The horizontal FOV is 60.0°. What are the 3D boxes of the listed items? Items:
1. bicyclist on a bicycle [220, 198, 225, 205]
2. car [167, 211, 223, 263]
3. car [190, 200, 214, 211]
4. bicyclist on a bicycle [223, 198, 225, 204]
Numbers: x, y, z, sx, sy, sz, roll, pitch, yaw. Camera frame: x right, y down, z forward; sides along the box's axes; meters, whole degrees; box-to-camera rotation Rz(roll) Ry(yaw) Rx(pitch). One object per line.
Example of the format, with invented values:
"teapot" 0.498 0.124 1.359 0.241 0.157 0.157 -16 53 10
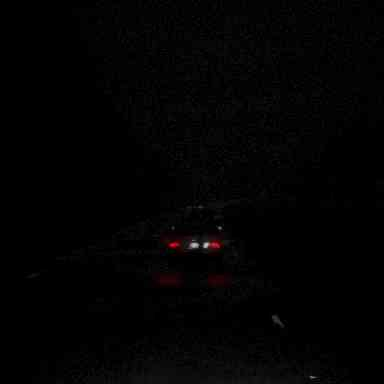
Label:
"bicyclist on a bicycle" 6.755 2.237 76.700 0.582 1.620 1.656 0 -1 9
"car" 0.154 1.667 12.484 2.033 1.411 5.357 0 0 2
"car" 0.877 1.739 29.117 1.882 1.535 5.008 0 0 4
"bicyclist on a bicycle" 8.214 2.337 85.538 0.582 1.620 1.656 0 -1 10
